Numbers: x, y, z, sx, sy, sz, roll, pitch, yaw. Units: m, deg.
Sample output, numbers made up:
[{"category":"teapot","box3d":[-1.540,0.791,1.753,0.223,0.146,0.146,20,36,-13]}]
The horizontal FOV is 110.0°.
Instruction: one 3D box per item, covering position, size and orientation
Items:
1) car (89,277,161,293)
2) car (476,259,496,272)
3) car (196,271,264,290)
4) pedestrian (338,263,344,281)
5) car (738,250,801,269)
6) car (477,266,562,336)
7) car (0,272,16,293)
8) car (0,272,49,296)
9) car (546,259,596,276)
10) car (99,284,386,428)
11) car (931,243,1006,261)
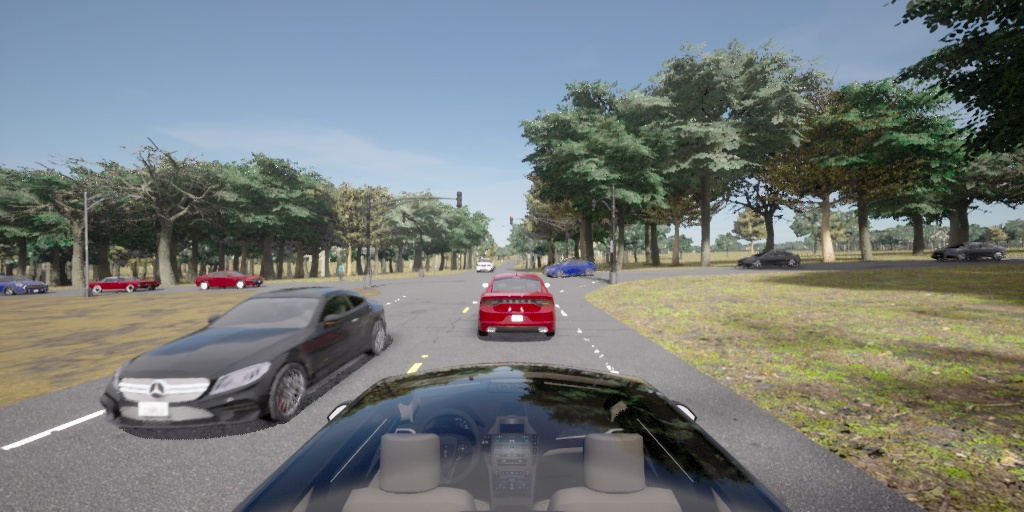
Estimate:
[{"category":"car","box3d":[-33.052,2.409,30.595,4.718,1.301,1.895,-2,-1,3]},{"category":"car","box3d":[-3.932,1.380,52.972,2.150,2.045,5.566,0,-1,1]},{"category":"car","box3d":[-23.694,1.967,30.176,5.008,1.535,1.882,-2,-1,2]},{"category":"pedestrian","box3d":[-17.920,1.658,37.525,0.375,1.860,0.375,0,1,3]},{"category":"car","box3d":[22.799,0.300,31.899,4.892,1.490,1.837,-3,-1,2]},{"category":"car","box3d":[0.125,1.228,10.409,1.882,1.535,5.008,0,0,0]},{"category":"car","box3d":[-52.827,2.692,35.187,5.566,2.045,2.150,-2,-1,3]},{"category":"car","box3d":[-43.333,2.494,31.085,4.553,1.767,2.097,-2,-1,3]},{"category":"car","box3d":[4.758,1.009,29.660,4.674,1.442,1.812,-2,-1,-26]},{"category":"car","box3d":[-3.571,1.275,5.921,1.812,1.442,4.674,0,0,0]},{"category":"car","box3d":[39.628,-0.349,31.185,4.892,1.490,1.837,-2,-1,3]}]
